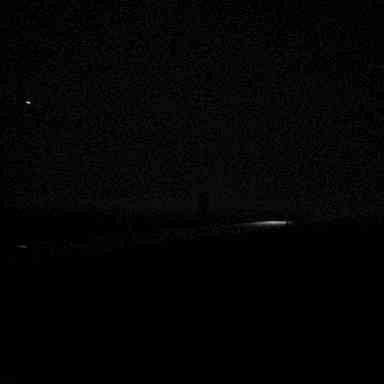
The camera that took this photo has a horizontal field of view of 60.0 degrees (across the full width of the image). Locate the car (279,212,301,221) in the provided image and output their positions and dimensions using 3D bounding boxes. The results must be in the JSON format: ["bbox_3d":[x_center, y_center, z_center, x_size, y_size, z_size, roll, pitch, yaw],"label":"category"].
[{"bbox_3d":[14.590,3.615,49.511,1.895,1.301,4.718,-2,-3,35],"label":"car"}]
